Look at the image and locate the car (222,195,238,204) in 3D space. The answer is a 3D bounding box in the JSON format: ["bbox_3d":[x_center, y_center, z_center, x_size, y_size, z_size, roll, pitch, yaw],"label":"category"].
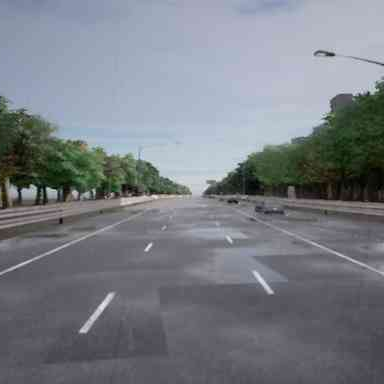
[{"bbox_3d":[7.030,1.421,59.473,1.837,1.490,4.892,0,0,0],"label":"car"}]

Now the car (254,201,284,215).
[{"bbox_3d":[7.552,1.528,32.827,1.994,1.385,4.181,0,0,-5],"label":"car"}]

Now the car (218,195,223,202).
[{"bbox_3d":[7.085,1.489,77.132,2.033,1.411,5.357,0,0,0],"label":"car"}]
